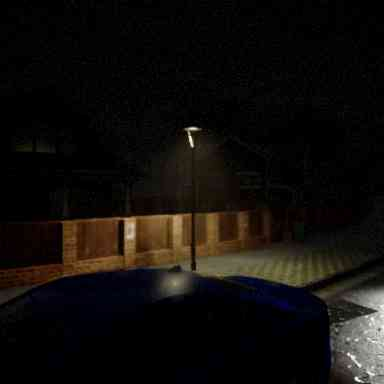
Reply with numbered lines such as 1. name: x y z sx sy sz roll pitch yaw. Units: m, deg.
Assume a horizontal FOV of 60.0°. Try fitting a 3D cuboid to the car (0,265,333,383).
1. car: -0.808 1.490 2.757 5.008 1.535 1.882 0 0 -38
